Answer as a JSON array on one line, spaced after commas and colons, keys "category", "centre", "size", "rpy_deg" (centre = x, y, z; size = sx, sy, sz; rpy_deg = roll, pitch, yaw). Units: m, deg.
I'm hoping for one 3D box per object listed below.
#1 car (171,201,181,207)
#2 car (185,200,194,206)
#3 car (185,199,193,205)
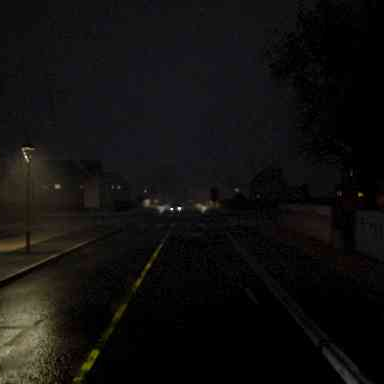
[{"category": "car", "centre": [-3.187, 2.387, 65.986], "size": [1.895, 1.301, 4.718], "rpy_deg": [0, -1, -1]}, {"category": "car", "centre": [-0.563, 2.532, 74.998], "size": [1.895, 1.301, 4.718], "rpy_deg": [0, -1, -1]}, {"category": "car", "centre": [-0.727, 2.563, 85.024], "size": [1.895, 1.301, 4.718], "rpy_deg": [0, -1, -2]}]
